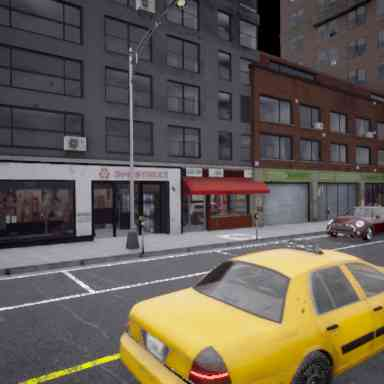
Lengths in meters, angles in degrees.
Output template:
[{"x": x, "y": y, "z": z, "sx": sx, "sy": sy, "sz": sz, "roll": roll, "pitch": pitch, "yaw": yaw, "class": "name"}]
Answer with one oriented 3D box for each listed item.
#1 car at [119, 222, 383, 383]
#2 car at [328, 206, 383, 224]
[{"x": 1.730, "y": 1.454, "z": 4.667, "sx": 5.366, "sy": 1.575, "sz": 1.801, "roll": 0, "pitch": 0, "yaw": -35, "class": "car"}, {"x": 8.456, "y": 1.435, "z": 16.440, "sx": 4.097, "sy": 1.590, "sz": 1.967, "roll": 0, "pitch": -1, "yaw": -35, "class": "car"}]
